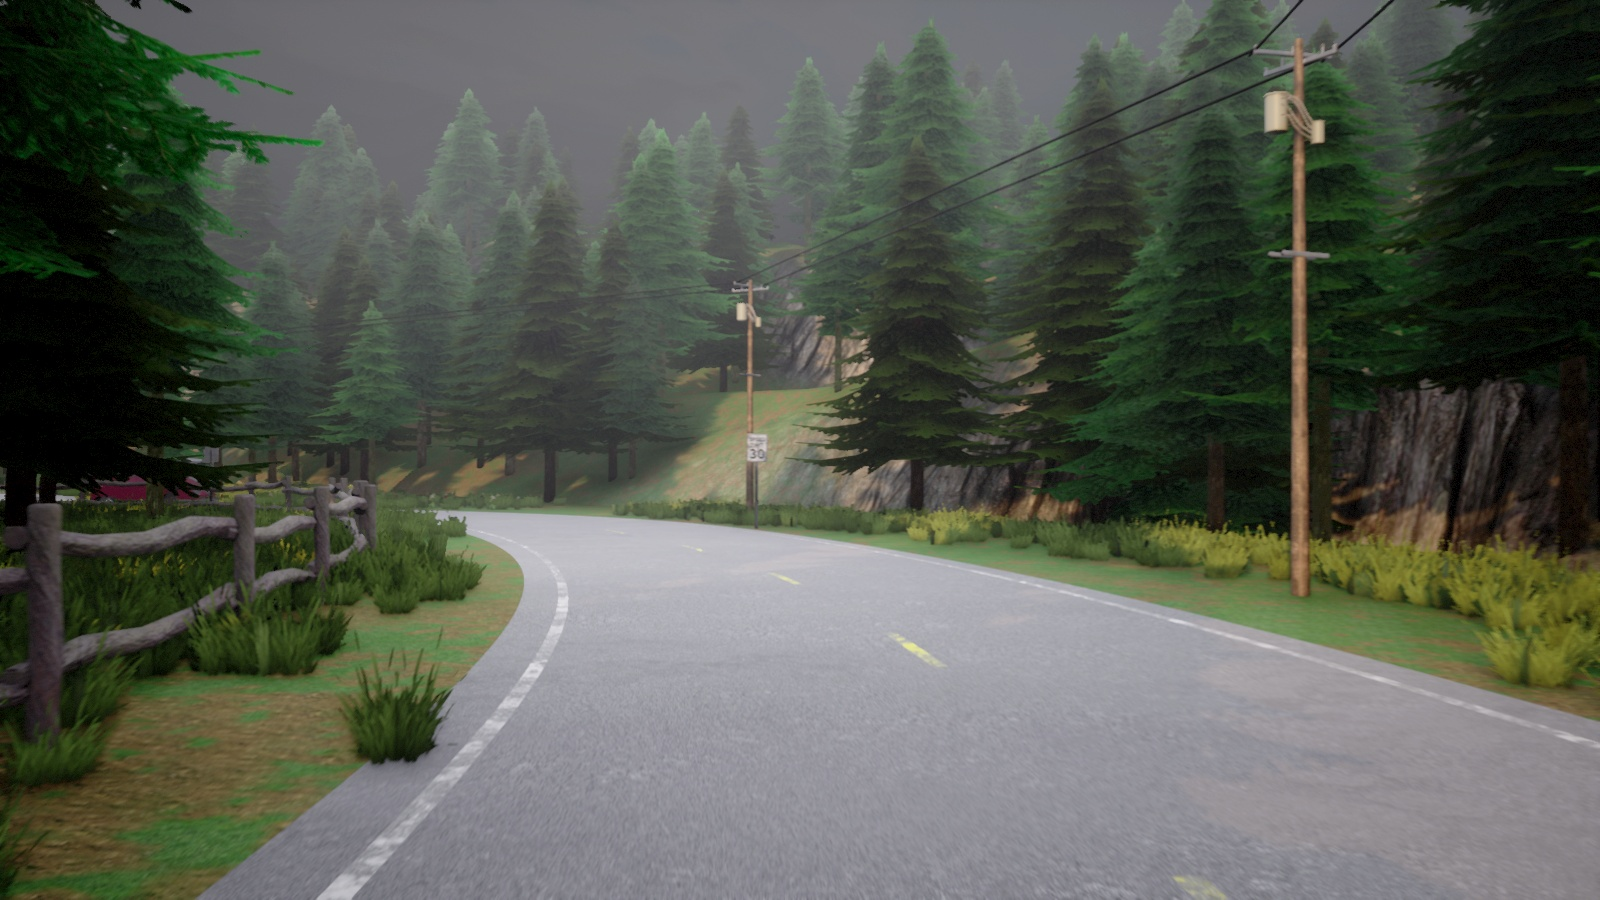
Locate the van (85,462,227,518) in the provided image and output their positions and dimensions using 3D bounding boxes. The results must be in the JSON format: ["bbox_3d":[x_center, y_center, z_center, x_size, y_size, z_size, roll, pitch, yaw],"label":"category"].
[{"bbox_3d":[-23.565,1.445,45.984,4.442,1.987,1.775,0,-1,10],"label":"van"}]
